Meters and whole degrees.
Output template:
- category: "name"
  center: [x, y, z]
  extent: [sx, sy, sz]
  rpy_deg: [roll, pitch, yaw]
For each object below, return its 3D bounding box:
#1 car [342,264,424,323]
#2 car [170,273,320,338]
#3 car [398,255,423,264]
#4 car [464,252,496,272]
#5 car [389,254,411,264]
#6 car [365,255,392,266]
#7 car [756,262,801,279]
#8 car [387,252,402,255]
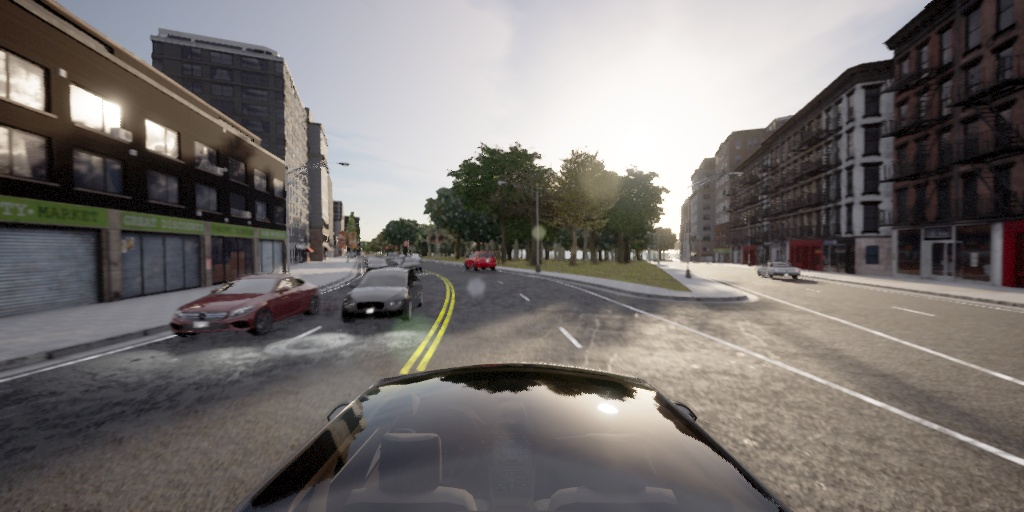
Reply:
- category: "car"
  center: [-4.091, 1.191, 11.978]
  extent: [1.837, 1.490, 4.892]
  rpy_deg: [0, 1, -7]
- category: "car"
  center: [-7.220, 1.255, 10.348]
  extent: [1.812, 1.442, 4.674]
  rpy_deg: [0, 0, -6]
- category: "car"
  center: [-10.509, 0.950, 37.473]
  extent: [1.837, 1.490, 4.892]
  rpy_deg: [-1, 0, -21]
- category: "car"
  center: [-3.417, 0.570, 37.918]
  extent: [2.150, 2.045, 5.566]
  rpy_deg: [-1, 1, -22]
- category: "car"
  center: [-16.428, 0.814, 51.894]
  extent: [2.128, 1.511, 4.902]
  rpy_deg: [-1, 1, -22]
- category: "car"
  center: [-12.743, 0.994, 34.170]
  extent: [1.882, 1.535, 5.008]
  rpy_deg: [-1, 1, -20]
- category: "car"
  center: [21.754, 1.159, 29.520]
  extent: [1.895, 1.301, 4.718]
  rpy_deg: [0, 0, 20]
- category: "car"
  center: [-20.554, 0.450, 61.693]
  extent: [2.150, 2.045, 5.566]
  rpy_deg: [-1, 2, -22]
